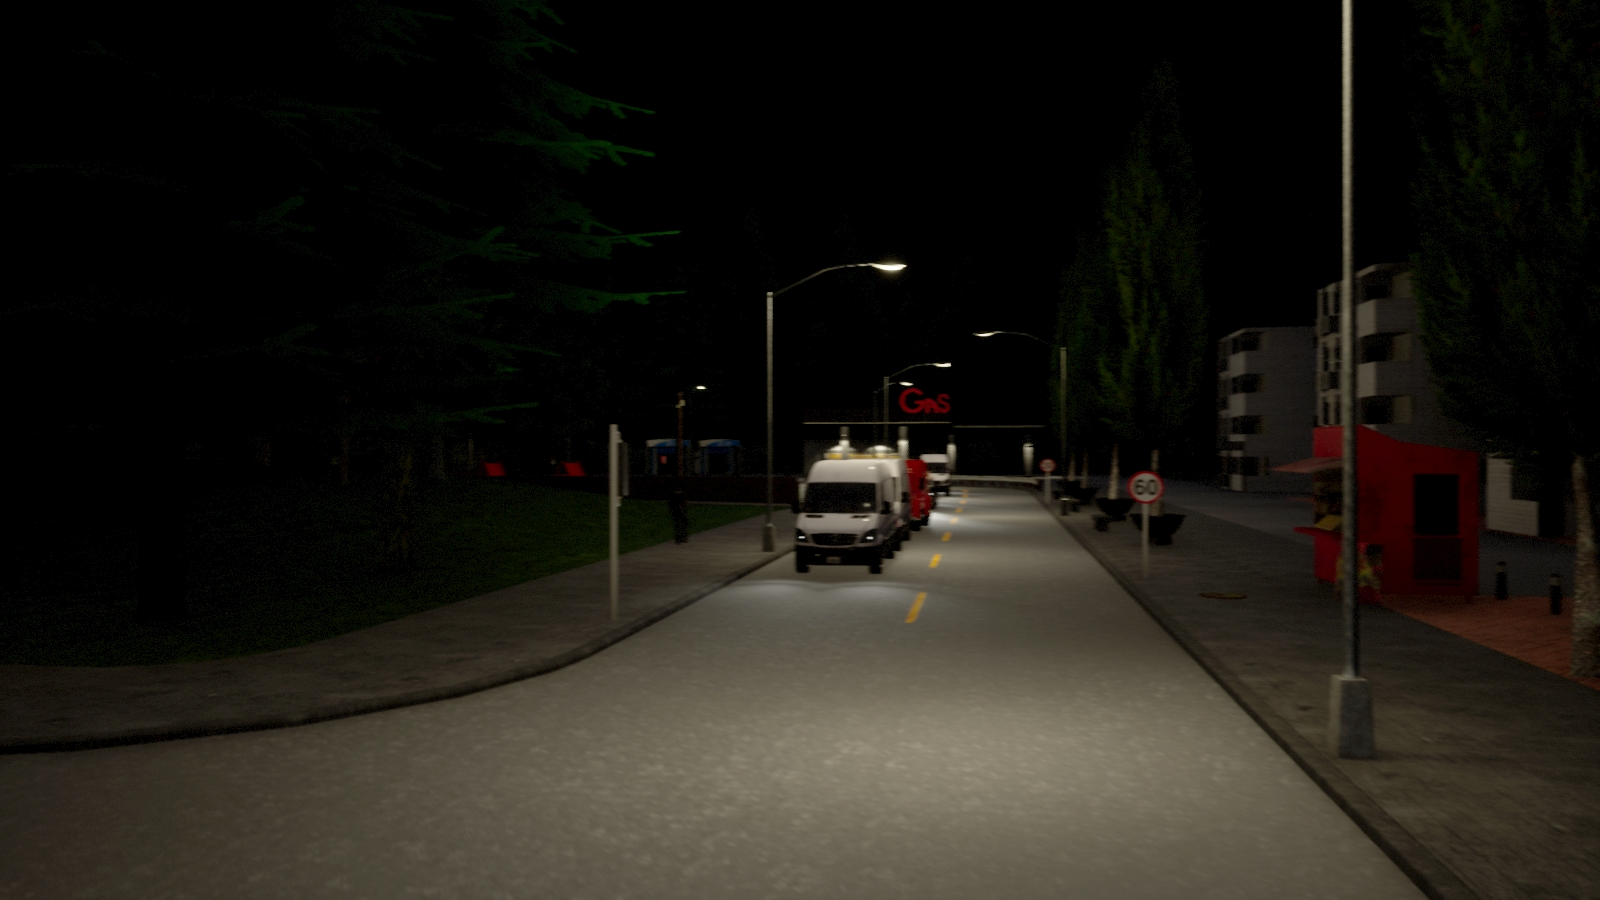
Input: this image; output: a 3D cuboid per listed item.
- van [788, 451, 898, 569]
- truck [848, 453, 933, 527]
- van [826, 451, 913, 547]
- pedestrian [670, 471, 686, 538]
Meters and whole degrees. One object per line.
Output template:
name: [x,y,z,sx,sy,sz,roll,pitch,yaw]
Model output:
van: [1.191,1.319,27.975,1.988,2.561,5.915,0,0,9]
truck: [3.347,1.353,41.039,2.627,2.467,5.204,0,0,9]
van: [2.156,1.319,33.833,1.988,2.561,5.915,0,0,9]
pedestrian: [-3.446,1.538,32.325,0.375,1.860,0.375,0,0,10]
